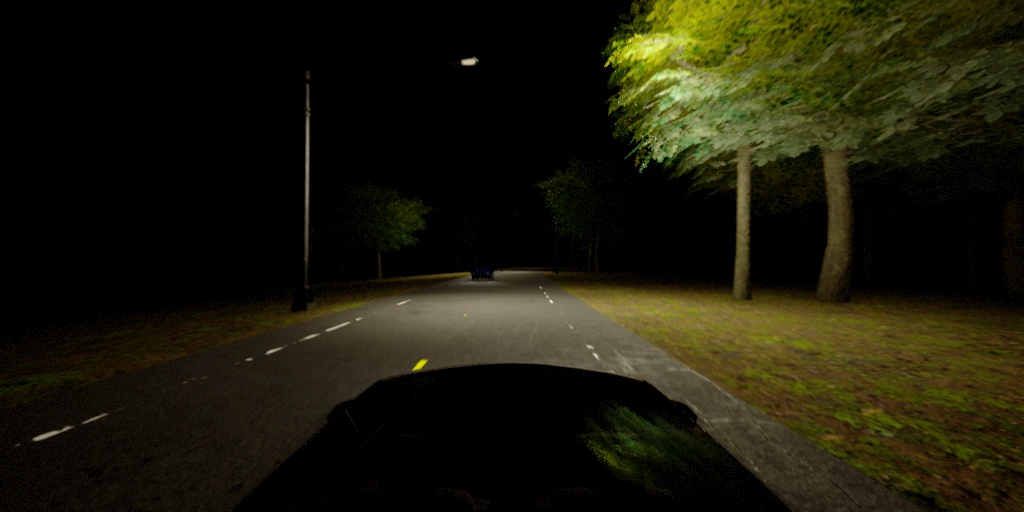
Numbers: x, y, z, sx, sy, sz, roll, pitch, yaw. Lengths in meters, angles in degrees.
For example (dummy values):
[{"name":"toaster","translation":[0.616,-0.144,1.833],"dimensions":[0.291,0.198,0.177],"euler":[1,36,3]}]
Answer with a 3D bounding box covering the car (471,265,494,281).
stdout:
[{"name":"car","translation":[-2.893,1.676,36.282],"dimensions":[1.882,1.535,5.008],"euler":[0,-1,2]}]
